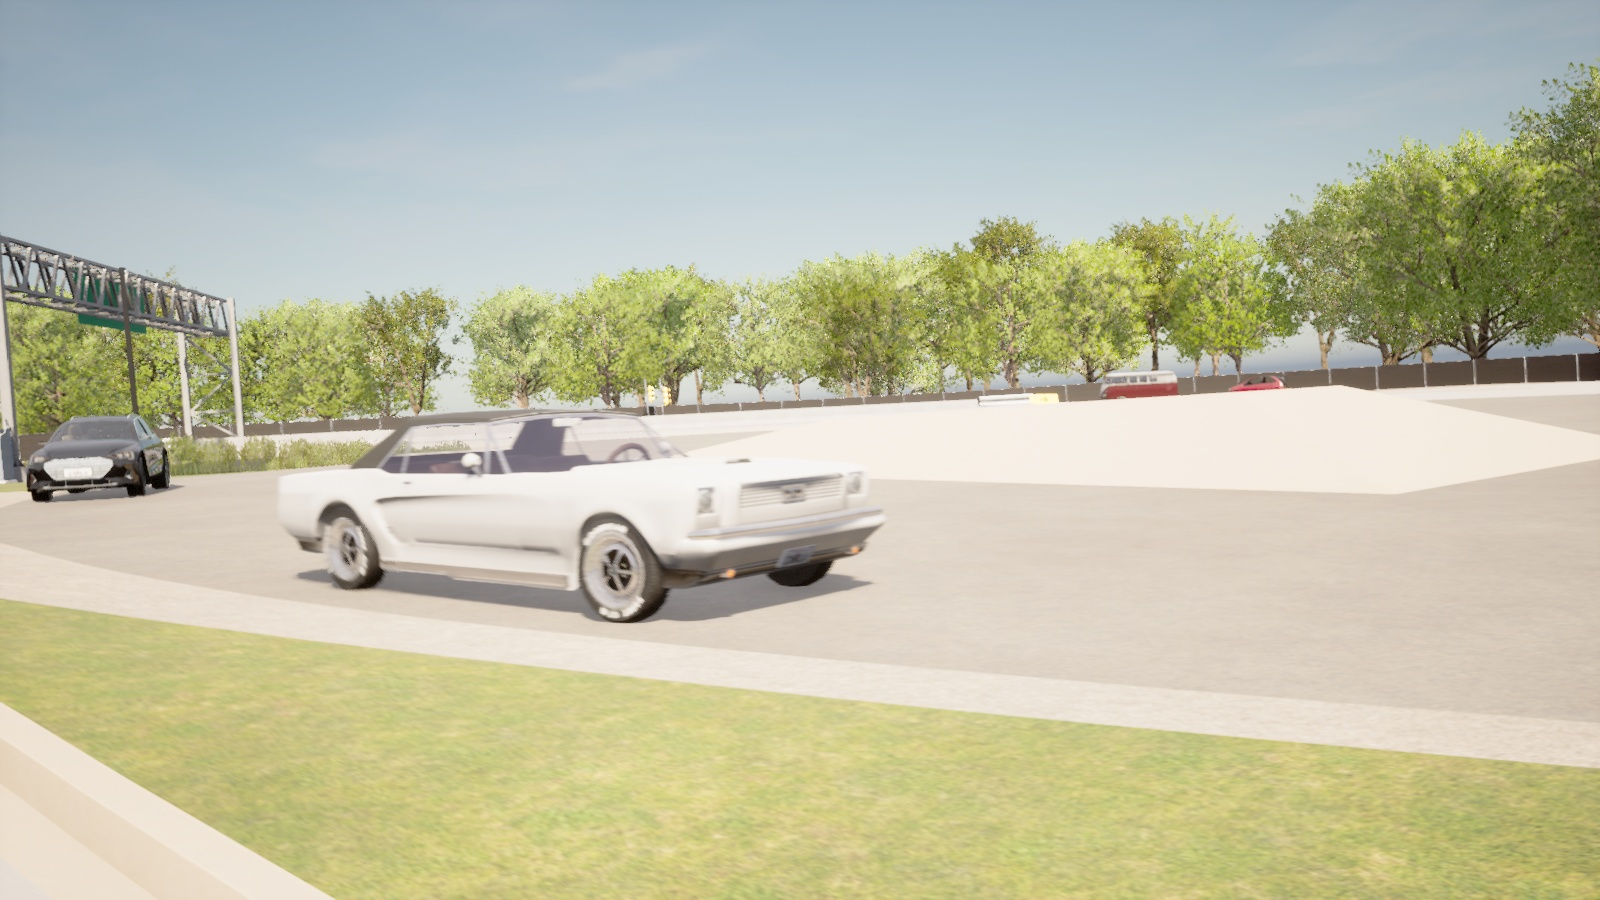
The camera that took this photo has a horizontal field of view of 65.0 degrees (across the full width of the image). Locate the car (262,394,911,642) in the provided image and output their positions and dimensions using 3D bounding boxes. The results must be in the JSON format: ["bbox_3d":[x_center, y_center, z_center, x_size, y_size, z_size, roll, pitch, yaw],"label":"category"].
[{"bbox_3d":[-1.725,0.384,9.039,4.718,1.301,1.895,-1,3,39],"label":"car"}]

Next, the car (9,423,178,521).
[{"bbox_3d":[-14.076,0.355,25.330,2.033,1.649,4.856,-4,2,-19],"label":"car"}]

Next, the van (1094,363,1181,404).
[{"bbox_3d":[19.449,-3.834,72.554,4.442,1.987,1.775,-4,2,1],"label":"van"}]

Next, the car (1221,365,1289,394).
[{"bbox_3d":[31.510,-4.892,86.933,3.988,1.617,1.851,-3,3,33],"label":"car"}]
